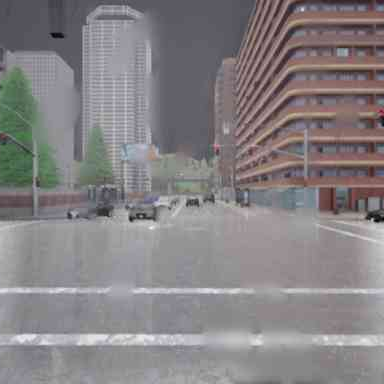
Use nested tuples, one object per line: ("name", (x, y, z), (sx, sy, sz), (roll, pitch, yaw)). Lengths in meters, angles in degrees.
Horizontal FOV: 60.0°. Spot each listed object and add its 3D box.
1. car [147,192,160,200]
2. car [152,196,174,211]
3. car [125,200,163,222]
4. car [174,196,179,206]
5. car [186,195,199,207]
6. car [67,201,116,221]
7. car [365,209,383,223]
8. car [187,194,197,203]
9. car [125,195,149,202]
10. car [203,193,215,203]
("car", (-7.077, 1.219, 59.545), (2.150, 2.045, 5.566), (0, 0, 0))
("car", (-3.590, 1.522, 41.700), (1.812, 1.442, 4.674), (0, 0, 0))
("car", (-3.608, 1.545, 25.637), (1.994, 1.385, 4.181), (0, 0, 0))
("car", (-3.596, 1.521, 55.696), (1.812, 1.442, 4.674), (0, 0, 0))
("car", (0.088, 1.474, 52.620), (1.882, 1.535, 5.008), (0, 0, 0))
("car", (-8.036, 1.487, 26.985), (2.128, 1.511, 4.902), (0, 0, 16))
("car", (15.027, 1.490, 23.396), (5.357, 1.411, 2.033), (0, 0, -12))
("car", (-0.016, 1.345, 69.628), (2.097, 1.767, 4.553), (0, 0, 0))
("car", (-7.106, 1.486, 41.430), (2.128, 1.511, 4.902), (0, 0, 0))
("car", (3.484, 1.216, 68.838), (2.150, 2.045, 5.566), (0, 0, 0))
